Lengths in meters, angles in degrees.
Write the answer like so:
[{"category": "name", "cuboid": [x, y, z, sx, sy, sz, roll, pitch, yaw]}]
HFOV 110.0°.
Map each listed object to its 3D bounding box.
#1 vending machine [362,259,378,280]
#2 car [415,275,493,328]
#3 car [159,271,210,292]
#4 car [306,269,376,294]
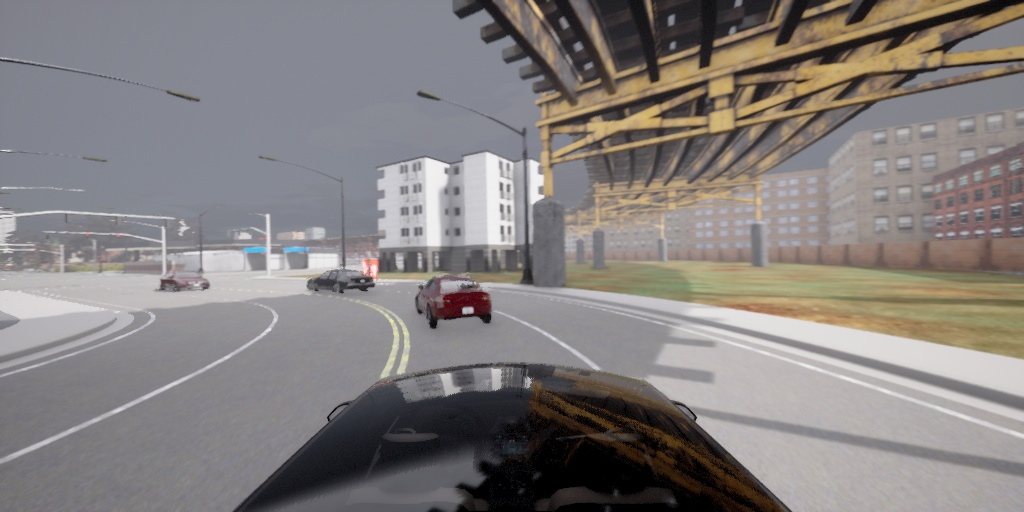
[{"category": "vending machine", "cuboid": [-12.784, 1.251, 32.397, 0.880, 2.100, 1.100, 0, 0, 31]}, {"category": "car", "cuboid": [-2.007, 1.329, 11.766, 1.812, 1.442, 4.674, -1, 0, -21]}, {"category": "car", "cuboid": [-24.143, 1.821, 26.362, 4.674, 1.442, 1.812, -1, 0, 31]}, {"category": "car", "cuboid": [-10.743, 1.549, 22.386, 5.357, 1.411, 2.033, -1, 0, 36]}]
